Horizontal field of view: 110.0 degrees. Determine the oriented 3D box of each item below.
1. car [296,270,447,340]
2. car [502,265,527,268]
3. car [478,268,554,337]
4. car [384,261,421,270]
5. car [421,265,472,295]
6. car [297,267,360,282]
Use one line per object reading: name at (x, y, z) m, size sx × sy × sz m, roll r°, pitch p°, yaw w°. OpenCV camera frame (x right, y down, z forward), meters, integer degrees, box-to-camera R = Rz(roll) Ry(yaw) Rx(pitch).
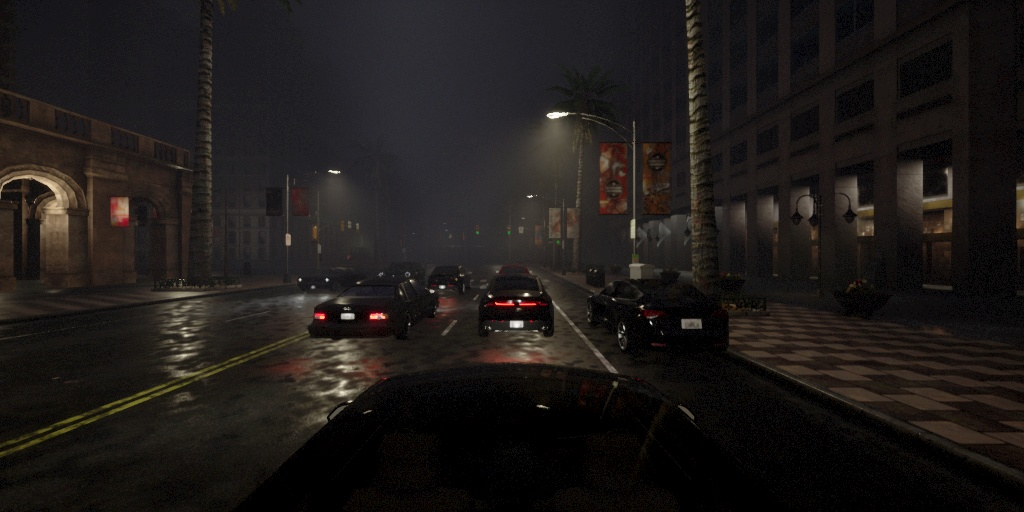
car at (-3.393, 1.297, 9.936) m, size 2.033 × 1.411 × 5.357 m, roll 0°, pitch 0°, yaw 0°
car at (0.112, 1.227, 19.767) m, size 1.882 × 1.535 × 5.008 m, roll 0°, pitch 0°, yaw 0°
car at (0.097, 1.254, 10.316) m, size 1.837 × 1.490 × 4.892 m, roll 0°, pitch 0°, yaw 0°
car at (-6.981, 1.112, 23.112) m, size 2.097 × 1.767 × 4.553 m, roll 0°, pitch 0°, yaw 0°
car at (-3.383, 1.254, 19.827) m, size 1.837 × 1.490 × 4.892 m, roll 0°, pitch 0°, yaw 0°
car at (-10.500, 1.349, 21.165) m, size 1.895 × 1.301 × 4.718 m, roll 0°, pitch 0°, yaw 1°
